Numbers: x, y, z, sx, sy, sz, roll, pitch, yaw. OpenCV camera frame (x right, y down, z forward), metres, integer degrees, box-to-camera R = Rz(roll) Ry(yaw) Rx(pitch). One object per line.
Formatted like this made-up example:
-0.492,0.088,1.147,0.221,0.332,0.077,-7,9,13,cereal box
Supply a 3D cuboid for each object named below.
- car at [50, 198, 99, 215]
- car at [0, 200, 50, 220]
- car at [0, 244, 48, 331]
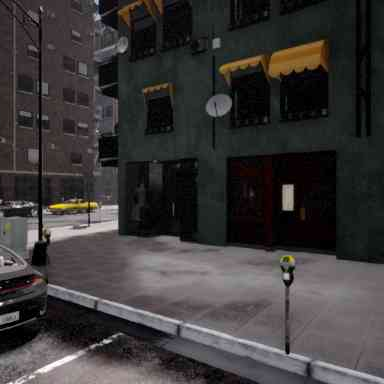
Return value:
-10.845,1.249,30.412,1.752,1.417,4.829,1,1,35,car
-13.932,1.350,25.986,2.008,1.369,4.403,1,1,35,car
-4.360,1.551,5.980,4.403,1.369,2.008,0,0,35,car
